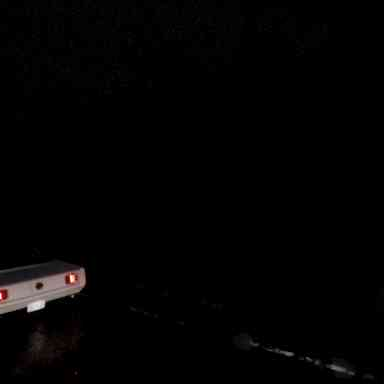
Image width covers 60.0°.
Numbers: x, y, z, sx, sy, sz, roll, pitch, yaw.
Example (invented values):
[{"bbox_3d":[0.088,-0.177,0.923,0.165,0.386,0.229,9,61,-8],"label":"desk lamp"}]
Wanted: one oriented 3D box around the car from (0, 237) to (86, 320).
[{"bbox_3d":[-4.380,1.595,6.802,4.718,1.301,1.895,0,0,36],"label":"car"}]
